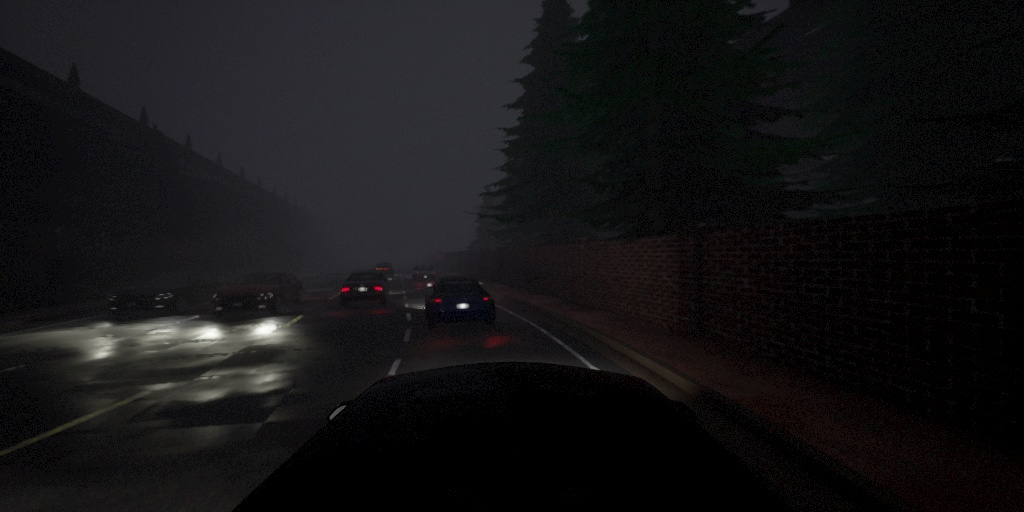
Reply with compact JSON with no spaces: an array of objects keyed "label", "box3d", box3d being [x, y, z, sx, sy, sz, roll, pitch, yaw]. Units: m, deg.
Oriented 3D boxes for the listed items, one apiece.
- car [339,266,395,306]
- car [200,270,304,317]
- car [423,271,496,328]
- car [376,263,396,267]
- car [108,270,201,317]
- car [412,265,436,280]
[{"label":"car","box3d":[-6.666,1.374,16.563,2.033,1.411,5.357,-1,0,-17]},{"label":"car","box3d":[-9.771,1.331,14.177,1.882,1.535,5.008,-1,0,-17]},{"label":"car","box3d":[-1.797,1.340,11.713,1.994,1.385,4.181,0,0,-13]},{"label":"car","box3d":[-13.019,1.410,36.628,1.837,1.490,4.892,-1,0,-18]},{"label":"car","box3d":[-13.525,1.367,14.450,1.882,1.535,5.008,-1,0,-18]},{"label":"car","box3d":[-7.921,1.454,32.146,1.895,1.301,4.718,-1,0,-18]}]
